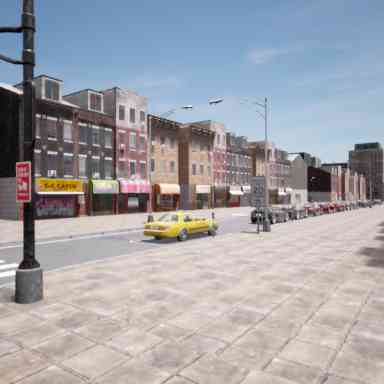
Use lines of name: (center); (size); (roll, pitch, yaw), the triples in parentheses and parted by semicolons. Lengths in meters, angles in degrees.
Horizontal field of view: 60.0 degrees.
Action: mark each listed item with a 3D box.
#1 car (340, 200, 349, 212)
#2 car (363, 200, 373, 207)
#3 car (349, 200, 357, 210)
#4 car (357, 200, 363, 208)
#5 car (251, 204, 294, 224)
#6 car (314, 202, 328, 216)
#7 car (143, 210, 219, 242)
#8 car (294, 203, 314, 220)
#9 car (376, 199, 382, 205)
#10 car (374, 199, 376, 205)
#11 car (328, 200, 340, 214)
car: (19.079, 1.782, 44.257); (1.967, 1.590, 4.097); (-1, -1, 35)
car: (32.107, 2.145, 62.605); (2.008, 1.369, 4.403); (-1, -1, 35)
car: (22.337, 1.950, 48.843); (2.008, 1.369, 4.403); (-1, -1, 35)
car: (25.593, 2.011, 53.430); (2.008, 1.369, 4.403); (-1, -1, 35)
car: (6.055, 1.713, 25.906); (1.947, 1.339, 4.313); (-1, -1, 35)
car: (12.568, 1.819, 35.080); (1.802, 1.307, 4.206); (-1, -1, 35)
car: (-0.360, 1.597, 16.870); (1.752, 1.417, 4.829); (-1, -1, 35)
car: (9.311, 1.741, 30.494); (2.008, 1.369, 4.403); (-1, -1, 35)
car: (45.131, 2.458, 80.951); (2.008, 1.369, 4.403); (-2, -2, 35)
car: (35.362, 2.210, 67.191); (1.887, 1.381, 4.507); (-1, -2, 35)
car: (15.824, 1.833, 39.668); (1.887, 1.381, 4.507); (-1, -1, 35)
